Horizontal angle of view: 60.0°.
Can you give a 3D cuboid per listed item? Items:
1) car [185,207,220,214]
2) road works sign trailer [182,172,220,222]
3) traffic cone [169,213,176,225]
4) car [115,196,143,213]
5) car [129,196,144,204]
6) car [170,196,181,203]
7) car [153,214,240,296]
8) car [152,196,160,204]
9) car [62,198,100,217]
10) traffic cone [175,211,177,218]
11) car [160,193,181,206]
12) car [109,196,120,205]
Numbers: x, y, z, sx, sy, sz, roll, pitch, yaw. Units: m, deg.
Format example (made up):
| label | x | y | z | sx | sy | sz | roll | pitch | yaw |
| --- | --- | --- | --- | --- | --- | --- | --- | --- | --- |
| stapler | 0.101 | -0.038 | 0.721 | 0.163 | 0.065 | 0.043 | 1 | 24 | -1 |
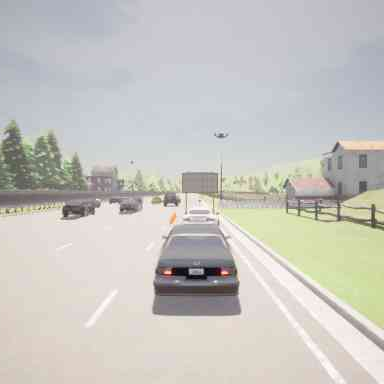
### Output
| label | x | y | z | sx | sy | sz | roll | pitch | yaw |
| --- | --- | --- | --- | --- | --- | --- | --- | --- | --- |
| car | 0.526 | 1.538 | 18.436 | 1.812 | 1.442 | 4.674 | 0 | -1 | 6 |
| road works sign trailer | 0.513 | 0.464 | 22.050 | 2.380 | 3.560 | 2.880 | 0 | 0 | -4 |
| traffic cone | -1.459 | 1.955 | 23.139 | 0.340 | 0.580 | 0.340 | 0 | 0 | 0 |
| car | -6.853 | 1.547 | 37.623 | 2.033 | 1.411 | 5.357 | 0 | 0 | 0 |
| car | -10.323 | 1.490 | 62.280 | 2.128 | 1.511 | 4.902 | 0 | 0 | 0 |
| car | -3.315 | 1.564 | 68.534 | 1.994 | 1.385 | 4.181 | 0 | 0 | 0 |
| car | 0.108 | 1.547 | 8.782 | 2.033 | 1.411 | 5.357 | 0 | 0 | 1 |
| car | -6.818 | 1.478 | 65.955 | 1.882 | 1.535 | 5.008 | 0 | 0 | 0 |
| car | -10.360 | 1.506 | 30.740 | 1.837 | 1.490 | 4.892 | 0 | 0 | 0 |
| traffic cone | -1.456 | 1.955 | 25.139 | 0.340 | 0.580 | 0.340 | 0 | 0 | 0 |
| car | -3.334 | 1.221 | 53.319 | 2.150 | 2.045 | 5.566 | 0 | 0 | 0 |
| car | -13.824 | 1.478 | 61.124 | 1.882 | 1.535 | 5.008 | 0 | 0 | 0 |
